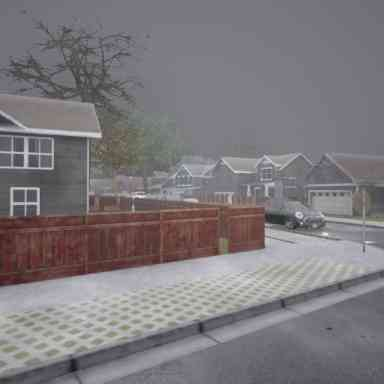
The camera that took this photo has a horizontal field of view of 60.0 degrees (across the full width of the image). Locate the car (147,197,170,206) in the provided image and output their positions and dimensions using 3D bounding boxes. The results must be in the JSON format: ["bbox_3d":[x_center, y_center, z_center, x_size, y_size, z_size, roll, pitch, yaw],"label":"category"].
[{"bbox_3d":[-5.213,1.405,50.994,1.895,1.301,4.718,0,0,-28],"label":"car"}]

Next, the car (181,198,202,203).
[{"bbox_3d":[-0.076,1.389,34.095,1.812,1.442,4.674,0,0,-25],"label":"car"}]

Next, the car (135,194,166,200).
[{"bbox_3d":[-5.750,1.356,45.814,2.033,1.411,5.357,0,0,-27],"label":"car"}]

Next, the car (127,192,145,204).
[{"bbox_3d":[-9.994,0.987,59.669,2.150,2.045,5.566,0,0,-30],"label":"car"}]

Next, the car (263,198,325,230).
[{"bbox_3d":[5.931,1.285,20.413,2.097,1.767,4.553,0,0,-23],"label":"car"}]
